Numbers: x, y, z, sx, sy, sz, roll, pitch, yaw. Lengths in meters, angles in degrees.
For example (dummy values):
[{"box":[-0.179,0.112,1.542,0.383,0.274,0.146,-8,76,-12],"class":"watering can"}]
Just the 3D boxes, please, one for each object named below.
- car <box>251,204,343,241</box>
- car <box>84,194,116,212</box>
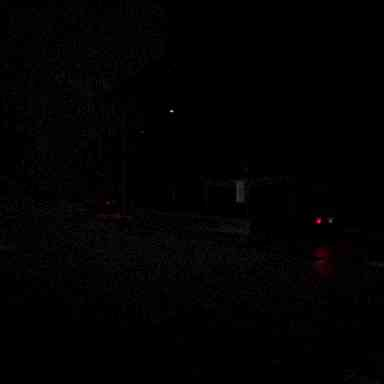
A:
[{"box":[5.155,1.373,17.056,2.097,1.767,4.553,0,0,-36],"class":"car"},{"box":[-10.998,1.287,39.605,2.150,2.045,5.566,0,0,-36],"class":"car"}]
